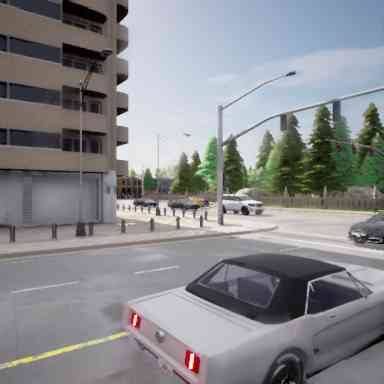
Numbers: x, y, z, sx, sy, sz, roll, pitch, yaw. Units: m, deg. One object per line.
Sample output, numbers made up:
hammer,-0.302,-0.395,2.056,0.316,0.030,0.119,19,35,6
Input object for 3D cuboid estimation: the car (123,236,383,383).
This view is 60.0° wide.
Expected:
car,1.537,1.600,4.875,4.718,1.301,1.895,0,0,-35

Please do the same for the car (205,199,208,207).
car,-0.294,1.525,47.855,1.882,1.535,5.008,0,0,-36

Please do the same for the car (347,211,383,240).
car,8.905,1.500,14.218,4.892,1.490,1.837,0,-2,-22

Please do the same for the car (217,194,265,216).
car,4.931,1.271,34.273,2.150,2.045,5.566,0,0,-36

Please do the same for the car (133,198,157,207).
car,-7.268,1.596,51.256,2.033,1.411,5.357,0,0,-36

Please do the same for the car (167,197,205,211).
car,-1.136,1.596,42.699,2.033,1.411,5.357,0,0,-36
